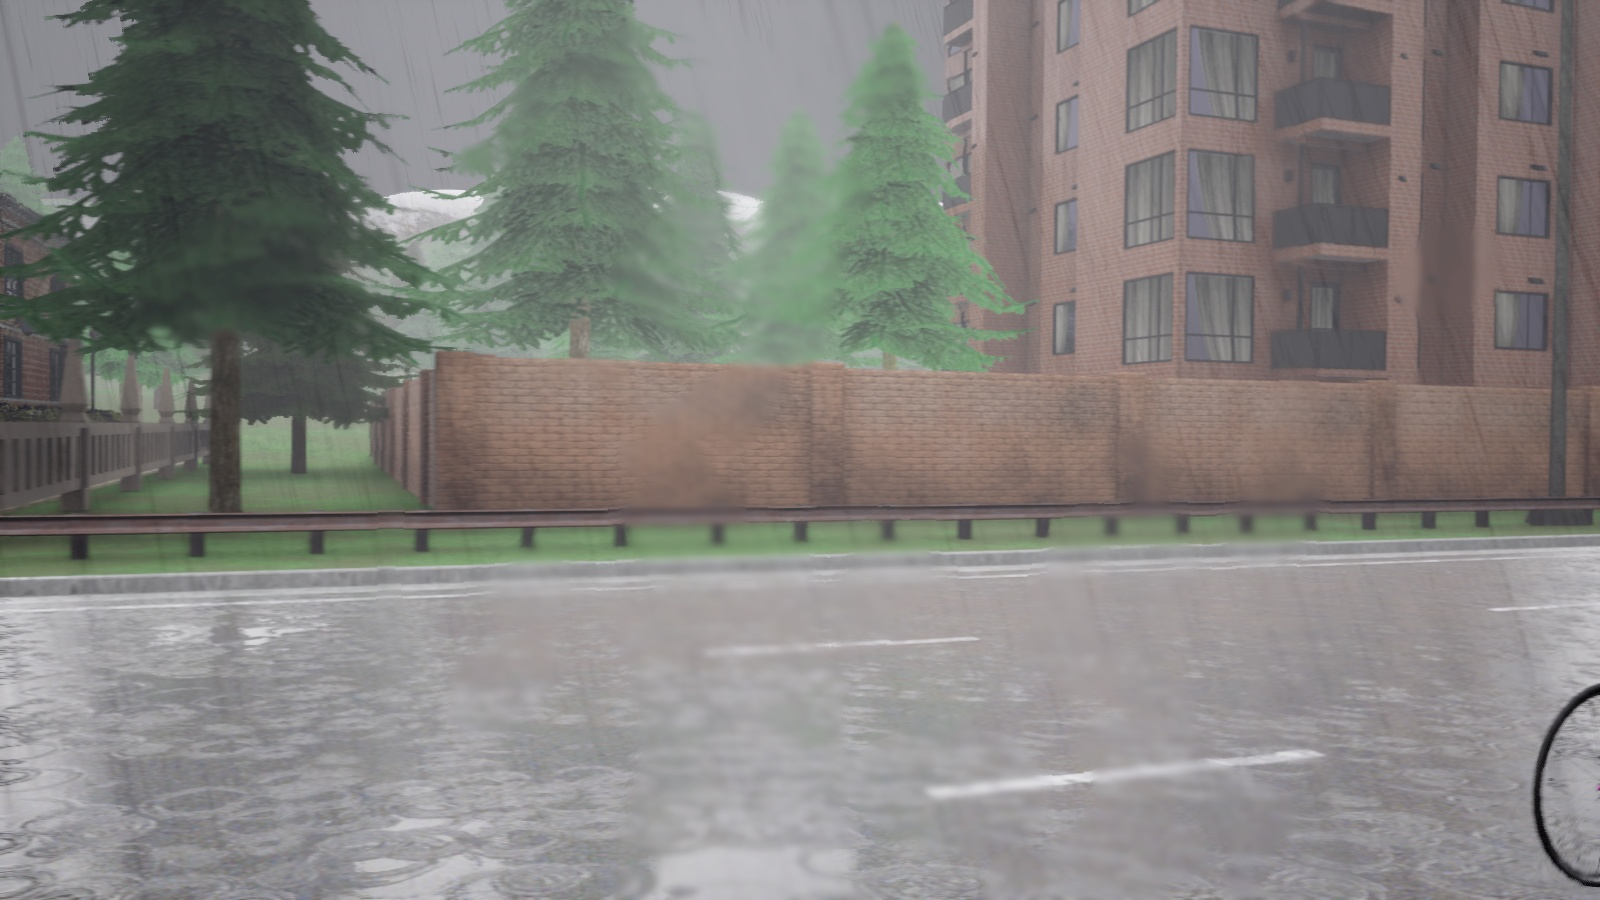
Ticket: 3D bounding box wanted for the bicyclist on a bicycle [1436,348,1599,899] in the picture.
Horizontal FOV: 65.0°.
[{"bbox_3d":[3.228,0.561,4.463,1.843,1.776,0.659,-1,1,-21],"label":"bicyclist on a bicycle"}]
